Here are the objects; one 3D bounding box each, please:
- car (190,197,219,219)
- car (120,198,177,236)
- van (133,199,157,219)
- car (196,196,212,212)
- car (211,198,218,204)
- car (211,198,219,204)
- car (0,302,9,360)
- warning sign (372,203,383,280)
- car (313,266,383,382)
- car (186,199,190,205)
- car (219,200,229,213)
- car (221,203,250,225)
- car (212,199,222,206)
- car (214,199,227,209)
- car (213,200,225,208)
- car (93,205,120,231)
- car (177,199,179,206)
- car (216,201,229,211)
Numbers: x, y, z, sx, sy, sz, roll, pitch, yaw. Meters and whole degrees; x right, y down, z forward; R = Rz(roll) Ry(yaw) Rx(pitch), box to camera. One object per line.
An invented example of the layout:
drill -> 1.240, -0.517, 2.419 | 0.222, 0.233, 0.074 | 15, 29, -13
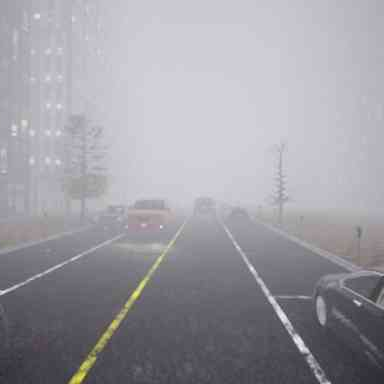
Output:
car -> 1.237, 1.534, 32.854 | 2.150, 2.045, 5.566 | 0, 0, 3
car -> -2.401, 1.385, 19.823 | 2.150, 2.045, 5.566 | 0, 0, 2
van -> -4.532, 1.605, 32.779 | 1.690, 1.788, 3.998 | 0, -1, 2
car -> 1.745, 1.660, 46.804 | 2.150, 2.045, 5.566 | 0, -1, 3
car -> 5.929, 2.370, 89.018 | 1.752, 1.417, 4.829 | 0, -1, 2
car -> 5.714, 2.337, 83.210 | 1.887, 1.381, 4.507 | 0, -1, 2
car -> -3.065, 1.522, 2.057 | 1.812, 1.442, 4.674 | 0, -1, 2
warning sign -> 5.346, 1.234, 8.142 | 1.300, 1.860, 1.060 | 1, 0, 2
car -> 2.933, 1.615, 4.266 | 2.008, 1.369, 4.403 | 0, -1, 2
car -> -0.322, 2.193, 73.711 | 2.033, 1.411, 5.357 | 0, -1, 2
car -> 4.259, 1.998, 43.739 | 1.947, 1.339, 4.313 | 0, -1, 2
car -> 3.636, 1.841, 26.823 | 1.947, 1.339, 4.313 | 0, -1, 2
car -> 5.299, 2.256, 71.932 | 1.947, 1.339, 4.313 | 0, -1, 2
car -> 4.675, 1.975, 55.017 | 1.967, 1.590, 4.097 | 0, -1, 2
car -> 4.883, 2.153, 60.654 | 1.947, 1.339, 4.313 | 0, -1, 2
car -> -4.947, 1.599, 21.504 | 1.967, 1.590, 4.097 | 0, -1, 2
car -> -3.700, 2.054, 55.326 | 1.802, 1.307, 4.206 | 0, -1, 2
car -> 4.467, 2.066, 49.377 | 1.802, 1.307, 4.206 | 0, -1, 2
